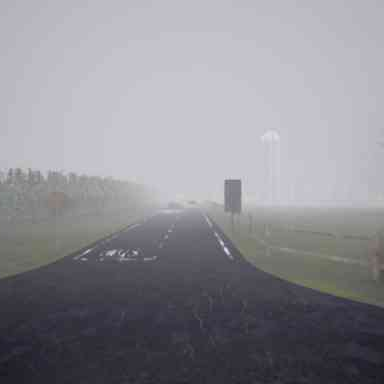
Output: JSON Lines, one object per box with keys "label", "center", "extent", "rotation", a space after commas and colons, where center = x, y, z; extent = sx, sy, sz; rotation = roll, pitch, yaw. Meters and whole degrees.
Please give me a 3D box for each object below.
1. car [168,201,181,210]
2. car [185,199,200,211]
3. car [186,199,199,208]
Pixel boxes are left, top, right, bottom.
{"label": "car", "center": [-2.716, 2.018, 51.783], "extent": [1.895, 1.301, 4.718], "rotation": [0, -1, 0]}
{"label": "car", "center": [0.032, 1.854, 47.215], "extent": [1.882, 1.535, 5.008], "rotation": [0, -1, 0]}
{"label": "car", "center": [0.035, 1.960, 57.634], "extent": [2.128, 1.511, 4.902], "rotation": [0, -1, 0]}
